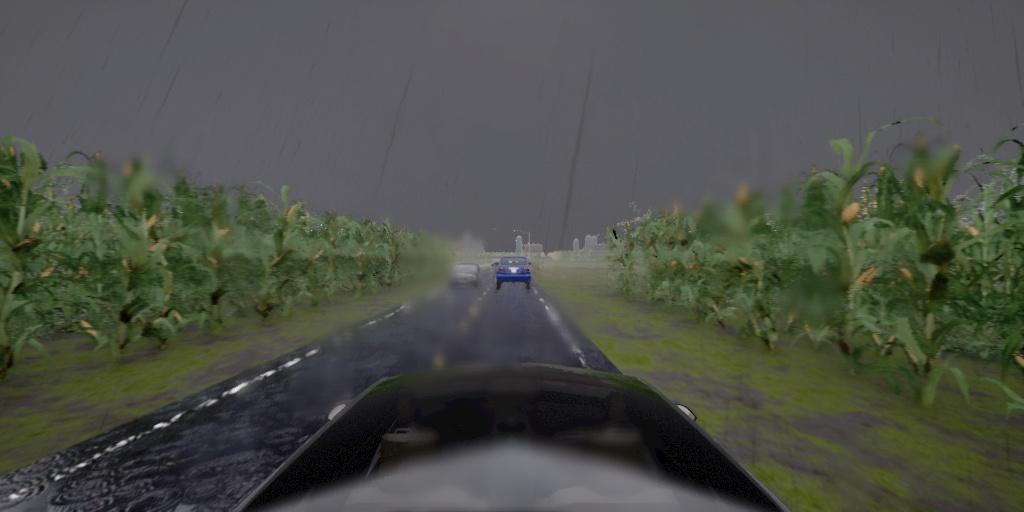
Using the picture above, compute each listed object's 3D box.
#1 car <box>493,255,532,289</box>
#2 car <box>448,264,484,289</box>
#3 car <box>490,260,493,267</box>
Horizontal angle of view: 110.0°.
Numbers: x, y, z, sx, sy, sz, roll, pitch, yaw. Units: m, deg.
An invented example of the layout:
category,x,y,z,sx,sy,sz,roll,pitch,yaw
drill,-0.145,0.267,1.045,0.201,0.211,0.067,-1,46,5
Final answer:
category,x,y,z,sx,sy,sz,roll,pitch,yaw
car,0.106,0.968,23.565,2.150,2.045,5.566,0,0,0
car,-2.843,1.252,22.958,1.837,1.490,4.892,0,0,0
car,-2.762,1.202,63.644,1.837,1.490,4.892,0,0,1
